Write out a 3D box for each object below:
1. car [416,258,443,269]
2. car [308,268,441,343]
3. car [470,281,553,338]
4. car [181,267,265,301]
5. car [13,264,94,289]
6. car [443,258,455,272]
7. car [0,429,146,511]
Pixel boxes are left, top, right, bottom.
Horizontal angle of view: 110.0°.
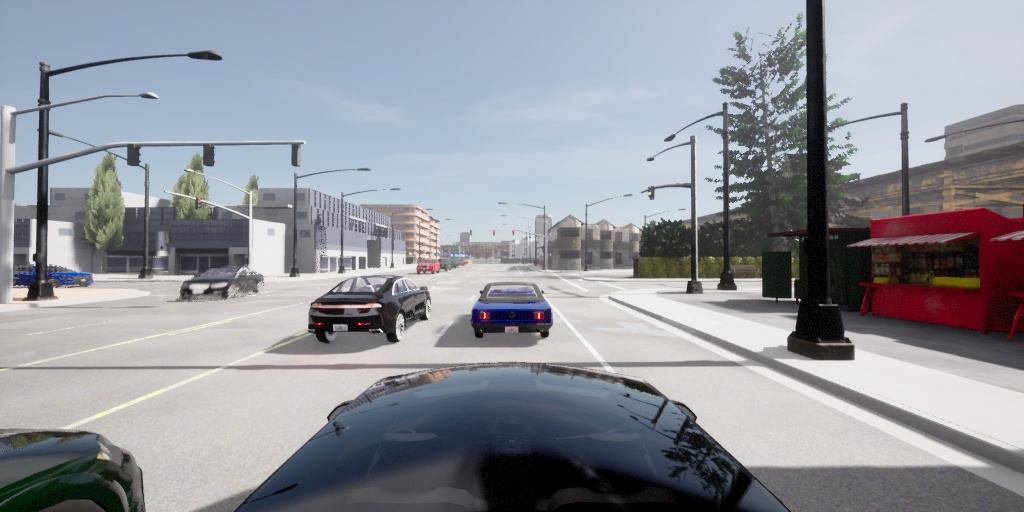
[{"bbox_3d":[-11.055,1.337,47.637,2.150,2.045,5.566,0,0,-1],"label":"car"},{"bbox_3d":[-3.511,1.257,9.741,2.128,1.511,4.902,0,0,0],"label":"car"},{"bbox_3d":[-0.011,1.365,10.219,1.895,1.301,4.718,0,0,0],"label":"car"},{"bbox_3d":[-14.228,1.295,17.978,2.128,1.511,4.902,1,-1,-14],"label":"car"},{"bbox_3d":[-30.507,1.316,23.438,5.008,1.535,1.882,0,-1,0],"label":"car"},{"bbox_3d":[-11.149,1.390,57.686,2.150,2.045,5.566,0,0,0],"label":"car"},{"bbox_3d":[-3.373,1.314,0.572,1.994,1.385,4.181,0,0,-1],"label":"car"}]
